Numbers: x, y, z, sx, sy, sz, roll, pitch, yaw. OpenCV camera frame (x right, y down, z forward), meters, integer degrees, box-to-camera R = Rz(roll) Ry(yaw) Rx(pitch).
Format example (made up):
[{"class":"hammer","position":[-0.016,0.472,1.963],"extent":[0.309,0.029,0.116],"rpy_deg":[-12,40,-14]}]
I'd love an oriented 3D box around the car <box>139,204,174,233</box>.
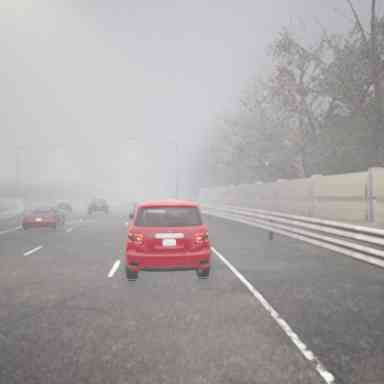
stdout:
[{"class":"car","position":[-2.381,1.594,21.217],"extent":[1.812,1.442,4.674],"rpy_deg":[0,0,-11]}]

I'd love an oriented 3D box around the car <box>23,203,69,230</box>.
[{"class":"car","position":[-9.673,1.640,21.997],"extent":[1.994,1.385,4.181],"rpy_deg":[0,0,-12]}]

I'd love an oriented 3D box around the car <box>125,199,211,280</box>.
[{"class":"car","position":[-0.784,1.255,10.264],"extent":[2.150,2.045,5.566],"rpy_deg":[0,0,-6]}]

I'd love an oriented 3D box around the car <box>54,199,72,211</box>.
[{"class":"car","position":[-16.330,1.669,42.100],"extent":[1.812,1.442,4.674],"rpy_deg":[0,0,-23]}]

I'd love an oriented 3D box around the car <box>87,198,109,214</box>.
[{"class":"car","position":[-10.608,1.476,37.251],"extent":[2.097,1.767,4.553],"rpy_deg":[0,0,-20]}]

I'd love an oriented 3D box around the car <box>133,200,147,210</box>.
[{"class":"car","position":[-7.155,1.750,46.029],"extent":[1.895,1.301,4.718],"rpy_deg":[0,0,-8]}]

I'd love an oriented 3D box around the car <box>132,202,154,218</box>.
[{"class":"car","position":[-4.862,1.706,32.652],"extent":[1.895,1.301,4.718],"rpy_deg":[0,0,-12]}]
